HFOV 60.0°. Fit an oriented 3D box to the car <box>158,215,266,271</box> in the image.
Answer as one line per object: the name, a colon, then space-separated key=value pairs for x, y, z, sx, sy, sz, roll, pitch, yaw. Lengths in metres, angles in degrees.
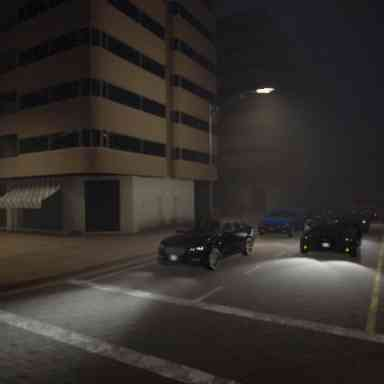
car: x=0.722 y=1.705 z=12.019 sx=2.128 sy=1.511 sz=4.902 roll=-1 pitch=-1 yaw=31

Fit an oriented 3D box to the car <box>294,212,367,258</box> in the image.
car: x=5.846 y=1.738 z=13.744 sx=1.994 sy=1.385 sz=4.181 roll=-1 pitch=-1 yaw=31

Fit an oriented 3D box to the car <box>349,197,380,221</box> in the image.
car: x=15.828 y=1.504 z=30.440 sx=2.150 sy=2.045 sz=5.566 roll=-1 pitch=-1 yaw=30

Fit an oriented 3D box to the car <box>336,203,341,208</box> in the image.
car: x=15.804 y=1.942 z=37.165 sx=1.994 sy=1.385 sz=4.181 roll=-1 pitch=-1 yaw=31

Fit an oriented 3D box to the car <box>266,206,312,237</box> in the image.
car: x=5.601 y=1.745 z=20.161 sx=1.882 sy=1.535 sz=5.008 roll=-1 pitch=-1 yaw=31

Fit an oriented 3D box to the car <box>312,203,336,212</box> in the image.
car: x=10.687 y=1.870 z=28.670 sx=2.033 sy=1.411 sz=5.357 roll=-1 pitch=-1 yaw=31

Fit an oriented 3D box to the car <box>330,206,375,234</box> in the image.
car: x=10.339 y=1.824 z=21.264 sx=1.895 sy=1.301 sz=4.718 roll=-1 pitch=-1 yaw=31
